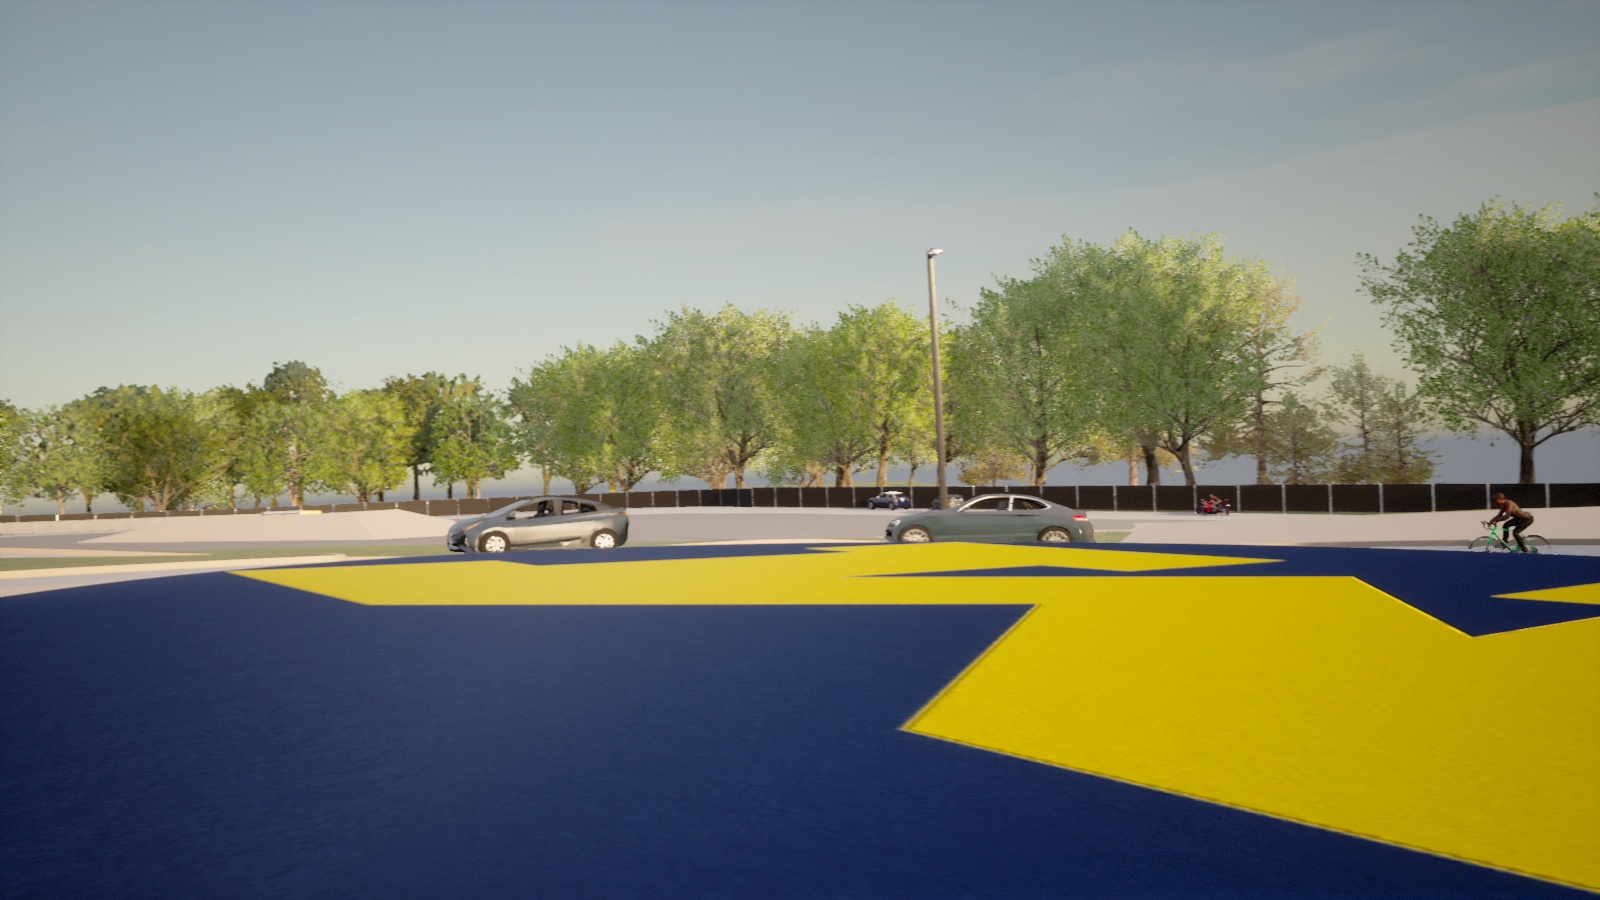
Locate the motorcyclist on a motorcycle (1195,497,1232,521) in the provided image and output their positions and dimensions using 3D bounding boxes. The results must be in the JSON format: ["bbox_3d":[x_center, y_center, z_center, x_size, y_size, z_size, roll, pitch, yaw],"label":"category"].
[{"bbox_3d":[28.000,3.985,85.143,2.191,1.530,0.866,-1,0,40],"label":"motorcyclist on a motorcycle"}]

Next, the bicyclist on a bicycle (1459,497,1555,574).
[{"bbox_3d":[15.473,1.876,27.520,1.656,1.620,0.582,-2,-4,13],"label":"bicyclist on a bicycle"}]

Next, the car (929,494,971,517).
[{"bbox_3d":[11.552,4.280,96.988,1.789,1.549,3.705,-1,0,-19],"label":"car"}]

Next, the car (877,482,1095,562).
[{"bbox_3d":[4.441,1.772,30.446,5.027,1.651,2.152,1,-7,5],"label":"car"}]

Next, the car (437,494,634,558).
[{"bbox_3d":[-6.693,1.886,31.879,4.514,1.525,2.007,1,-3,-30],"label":"car"}]
